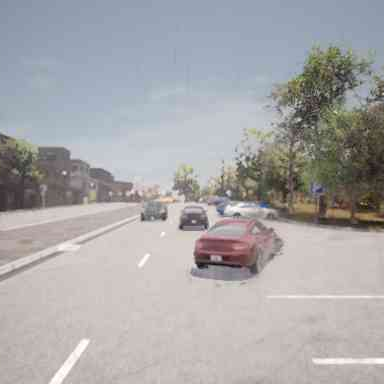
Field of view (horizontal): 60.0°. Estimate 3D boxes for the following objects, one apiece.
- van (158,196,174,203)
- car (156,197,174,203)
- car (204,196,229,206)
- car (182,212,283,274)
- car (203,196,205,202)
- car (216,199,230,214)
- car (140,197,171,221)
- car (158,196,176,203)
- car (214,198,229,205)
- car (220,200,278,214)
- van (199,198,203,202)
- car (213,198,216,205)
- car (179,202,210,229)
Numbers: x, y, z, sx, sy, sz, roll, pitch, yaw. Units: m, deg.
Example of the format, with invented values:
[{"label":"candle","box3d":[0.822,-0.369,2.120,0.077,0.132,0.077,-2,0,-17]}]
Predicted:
[{"label":"van","box3d":[-7.287,2.114,93.347,4.442,1.987,1.878,0,-2,0]},{"label":"car","box3d":[-7.346,2.130,90.308,4.553,1.767,2.185,0,-1,0]},{"label":"car","box3d":[5.137,1.752,62.882,4.553,1.767,2.185,0,0,0]},{"label":"car","box3d":[1.612,1.588,10.862,1.812,1.442,4.674,-1,-1,25]},{"label":"car","box3d":[5.065,1.940,66.051,4.674,1.452,2.002,0,0,0]},{"label":"car","box3d":[5.101,1.679,31.996,5.008,1.535,2.097,0,0,0]},{"label":"car","box3d":[-3.217,1.533,29.032,2.097,1.767,4.553,0,0,-1]},{"label":"car","box3d":[-7.538,2.184,87.386,5.366,1.575,1.946,0,-1,0]},{"label":"car","box3d":[5.091,1.701,35.270,4.892,1.521,2.231,0,0,0]},{"label":"car","box3d":[5.092,1.699,28.848,4.674,1.452,2.002,0,0,0]},{"label":"van","box3d":[4.803,1.951,86.847,4.442,1.987,1.878,0,-1,0]},{"label":"car","box3d":[5.095,1.761,38.545,4.674,1.452,2.002,0,0,0]},{"label":"car","box3d":[0.107,1.665,22.748,1.812,1.442,4.674,0,0,0]}]
